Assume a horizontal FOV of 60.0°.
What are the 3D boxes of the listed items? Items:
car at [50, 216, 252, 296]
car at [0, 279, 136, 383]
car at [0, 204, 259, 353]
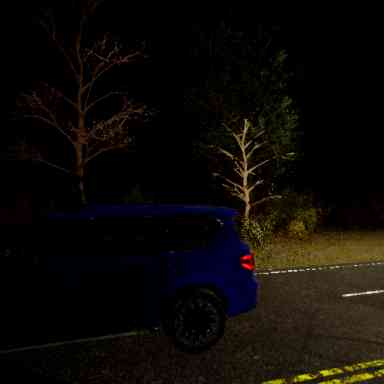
[{"bbox_3d":[-1.031,1.515,8.856,4.892,1.490,1.837,0,0,-18],"label":"car"},{"bbox_3d":[-2.722,1.511,1.246,4.892,1.490,1.837,0,0,-18],"label":"car"},{"bbox_3d":[-1.706,1.237,5.176,5.566,2.045,2.150,0,0,-17],"label":"car"}]
